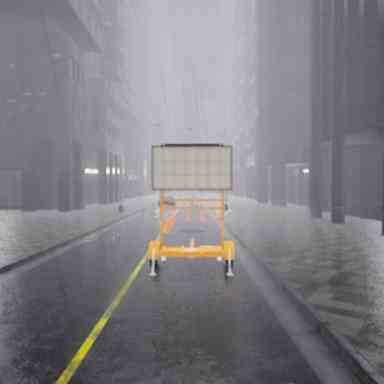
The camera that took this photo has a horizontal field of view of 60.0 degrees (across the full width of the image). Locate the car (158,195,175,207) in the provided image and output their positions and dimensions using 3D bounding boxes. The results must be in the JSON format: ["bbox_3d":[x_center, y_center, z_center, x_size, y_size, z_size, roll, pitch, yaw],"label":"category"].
[{"bbox_3d":[-3.104,1.079,41.180,1.994,1.385,4.181,0,1,0],"label":"car"}]

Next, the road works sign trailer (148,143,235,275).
[{"bbox_3d":[0.005,0.351,10.005,2.380,3.560,2.880,0,1,1],"label":"road works sign trailer"}]
